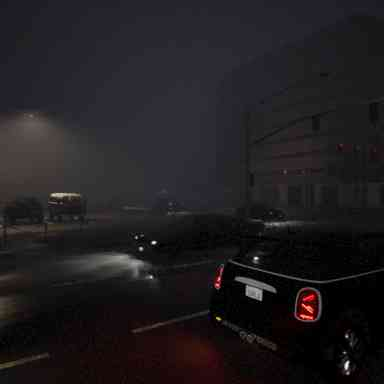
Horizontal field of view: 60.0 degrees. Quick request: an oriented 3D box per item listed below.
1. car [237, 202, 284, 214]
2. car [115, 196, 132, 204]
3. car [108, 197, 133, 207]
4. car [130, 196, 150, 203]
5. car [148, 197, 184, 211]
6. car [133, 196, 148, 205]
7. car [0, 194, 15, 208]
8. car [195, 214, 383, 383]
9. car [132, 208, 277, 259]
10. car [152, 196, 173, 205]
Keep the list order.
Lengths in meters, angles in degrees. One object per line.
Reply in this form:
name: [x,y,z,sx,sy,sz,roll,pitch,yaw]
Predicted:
car: [5.581,1.581,27.765,1.812,1.442,4.674,0,0,-33]
car: [-14.023,1.619,67.943,1.994,1.385,4.181,0,0,-35]
car: [-11.594,1.548,52.143,2.128,1.511,4.902,0,0,-35]
car: [-10.986,1.601,69.677,2.033,1.411,5.357,0,0,-35]
car: [-2.901,1.407,39.868,2.097,1.767,4.553,0,0,-35]
car: [-8.966,1.581,60.823,1.812,1.442,4.674,0,0,-36]
car: [-31.779,1.209,56.421,1.932,1.855,4.605,0,0,-35]
car: [2.554,1.352,5.625,4.553,1.767,2.097,0,0,-35]
car: [0.507,1.547,12.763,5.357,1.411,2.033,0,0,-33]
car: [-5.472,1.581,61.948,1.812,1.442,4.674,0,0,-35]
